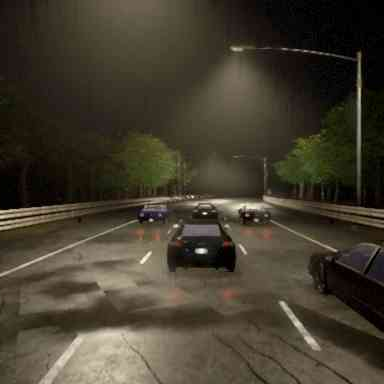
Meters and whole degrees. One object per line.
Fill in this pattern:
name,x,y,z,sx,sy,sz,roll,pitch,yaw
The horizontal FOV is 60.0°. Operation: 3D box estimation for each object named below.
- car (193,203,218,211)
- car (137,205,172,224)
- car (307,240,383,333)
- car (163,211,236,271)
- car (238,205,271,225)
car,1.079,1.548,26.553,1.994,1.385,4.181,0,0,4
car,-2.584,1.582,24.378,1.895,1.301,4.718,0,0,3
car,3.669,1.547,5.647,2.033,1.411,5.357,0,0,1
car,0.312,1.556,10.936,1.994,1.385,4.181,0,0,2
car,4.427,1.590,24.345,1.895,1.301,4.718,0,0,3
